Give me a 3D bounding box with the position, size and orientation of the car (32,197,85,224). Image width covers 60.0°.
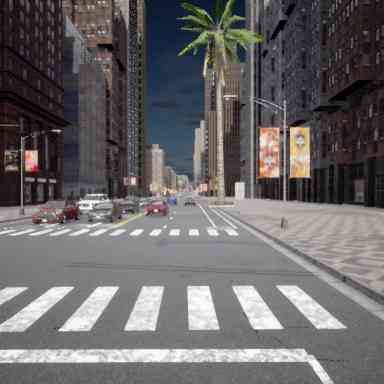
[{"bbox_3d":[-9.987,1.357,24.770,2.097,1.767,4.553,0,0,0],"label":"car"}]

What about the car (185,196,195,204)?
[{"bbox_3d":[-0.381,1.539,66.547,1.882,1.535,5.008,0,0,0],"label":"car"}]

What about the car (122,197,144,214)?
[{"bbox_3d":[-6.802,1.558,35.850,2.033,1.411,5.357,0,0,0],"label":"car"}]

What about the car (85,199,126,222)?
[{"bbox_3d":[-6.742,1.531,26.179,1.812,1.442,4.674,0,0,0],"label":"car"}]

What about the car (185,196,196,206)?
[{"bbox_3d":[-0.321,1.586,56.124,2.033,1.411,5.357,0,0,0],"label":"car"}]

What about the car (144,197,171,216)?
[{"bbox_3d":[-3.332,1.534,32.868,1.812,1.442,4.674,0,0,0],"label":"car"}]

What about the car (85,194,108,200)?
[{"bbox_3d":[-10.043,1.231,34.257,2.150,2.045,5.566,0,0,0],"label":"car"}]

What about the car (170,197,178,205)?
[{"bbox_3d":[-3.565,1.569,58.657,1.812,1.442,4.674,0,0,0],"label":"car"}]

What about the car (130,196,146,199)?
[{"bbox_3d":[-6.852,1.513,46.146,2.128,1.511,4.902,0,0,0],"label":"car"}]
